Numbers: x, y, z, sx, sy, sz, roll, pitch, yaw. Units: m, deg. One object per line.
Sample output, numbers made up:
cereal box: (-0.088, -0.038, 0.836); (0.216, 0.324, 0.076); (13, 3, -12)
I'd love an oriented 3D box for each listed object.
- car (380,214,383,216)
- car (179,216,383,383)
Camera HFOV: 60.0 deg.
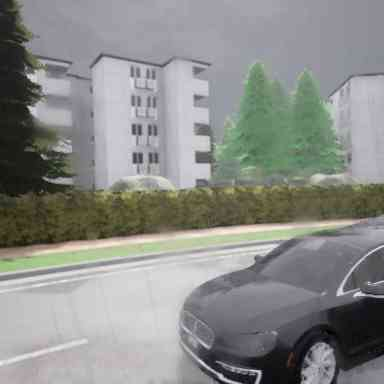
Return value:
car: (7.647, 1.124, 11.020); (5.357, 1.411, 2.033); (-2, 1, -19)
car: (2.172, 1.350, 4.824); (4.892, 1.490, 1.837); (-2, 1, -27)
